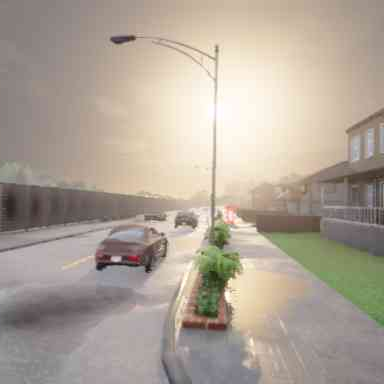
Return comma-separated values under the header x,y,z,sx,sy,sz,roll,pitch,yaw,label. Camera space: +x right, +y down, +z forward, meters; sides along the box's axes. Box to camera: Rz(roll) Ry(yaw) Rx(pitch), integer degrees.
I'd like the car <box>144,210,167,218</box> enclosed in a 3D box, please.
x,y,z,sx,sy,sz,roll,pitch,yaw,label
-4.133,2.770,37.851,1.895,1.301,4.718,1,-2,5,car

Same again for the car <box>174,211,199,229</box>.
x,y,z,sx,sy,sz,roll,pitch,yaw,label
-0.484,2.535,30.950,1.837,1.490,4.892,1,-2,5,car

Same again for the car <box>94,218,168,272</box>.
x,y,z,sx,sy,sz,roll,pitch,yaw,label
-2.053,1.891,12.134,1.812,1.442,4.674,1,-2,5,car

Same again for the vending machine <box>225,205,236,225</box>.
x,y,z,sx,sy,sz,roll,pitch,yaw,label
4.148,2.507,35.972,1.100,2.100,0.880,1,-2,5,vending machine

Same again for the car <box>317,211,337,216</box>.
x,y,z,sx,sy,sz,roll,pitch,yaw,label
12.546,2.408,28.538,3.633,1.501,1.845,1,-2,5,car
